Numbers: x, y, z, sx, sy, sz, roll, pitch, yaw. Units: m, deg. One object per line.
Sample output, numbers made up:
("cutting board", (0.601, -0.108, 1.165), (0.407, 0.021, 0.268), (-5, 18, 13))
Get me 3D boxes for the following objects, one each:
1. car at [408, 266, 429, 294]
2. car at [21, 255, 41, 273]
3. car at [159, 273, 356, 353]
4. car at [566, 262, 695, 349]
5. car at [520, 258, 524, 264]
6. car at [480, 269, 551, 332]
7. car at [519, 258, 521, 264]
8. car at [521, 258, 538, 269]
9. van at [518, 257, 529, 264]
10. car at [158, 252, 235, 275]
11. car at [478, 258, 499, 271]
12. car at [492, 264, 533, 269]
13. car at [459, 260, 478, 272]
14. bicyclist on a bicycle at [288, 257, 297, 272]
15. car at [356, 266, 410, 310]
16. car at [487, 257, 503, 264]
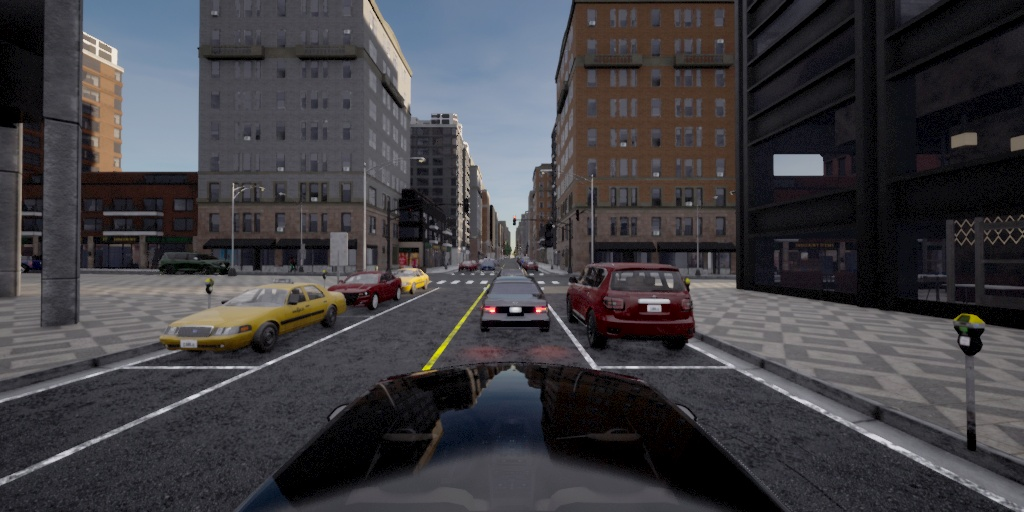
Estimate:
("car", (-5.907, 1.277, 20.166), (1.751, 1.417, 4.829), (0, 0, 0))
("car", (-47.615, 0.701, 34.735), (4.553, 1.767, 2.097), (1, -1, 1))
("car", (-5.876, 1.276, 8.917), (1.751, 1.417, 4.829), (0, 0, 0))
("car", (2.649, 1.065, 9.102), (2.192, 1.841, 5.009), (0, 0, 0))
("car", (2.529, 1.338, 53.043), (1.802, 1.307, 4.207), (0, 0, 0))
("car", (0.067, 1.298, 10.833), (2.033, 1.411, 5.357), (0, 0, 0))
("car", (2.514, 1.340, 58.717), (1.802, 1.307, 4.207), (0, 0, 0))
("car", (2.545, 1.337, 47.370), (1.802, 1.307, 4.207), (0, 0, 0))
("van", (2.499, 1.100, 64.390), (1.690, 1.789, 3.998), (0, 0, 0))
("car", (-27.657, 0.721, 31.528), (5.566, 2.045, 2.150), (1, -1, 0))
("car", (-3.223, 1.303, 48.627), (2.033, 1.411, 5.357), (0, 0, 0))
("car", (0.019, 1.353, 20.560), (1.895, 1.301, 4.718), (0, 0, 0))
("car", (-5.981, 1.300, 47.356), (1.888, 1.381, 4.507), (0, 0, 0))
("bicyclist on a bicycle", (-23.110, 0.905, 37.750), (0.582, 1.620, 1.656), (0, 0, 0))
("car", (-5.892, 1.296, 14.712), (1.888, 1.381, 4.507), (0, 0, 0))
("car", (-3.226, 1.324, 65.298), (1.994, 1.385, 4.181), (0, 0, 0))
